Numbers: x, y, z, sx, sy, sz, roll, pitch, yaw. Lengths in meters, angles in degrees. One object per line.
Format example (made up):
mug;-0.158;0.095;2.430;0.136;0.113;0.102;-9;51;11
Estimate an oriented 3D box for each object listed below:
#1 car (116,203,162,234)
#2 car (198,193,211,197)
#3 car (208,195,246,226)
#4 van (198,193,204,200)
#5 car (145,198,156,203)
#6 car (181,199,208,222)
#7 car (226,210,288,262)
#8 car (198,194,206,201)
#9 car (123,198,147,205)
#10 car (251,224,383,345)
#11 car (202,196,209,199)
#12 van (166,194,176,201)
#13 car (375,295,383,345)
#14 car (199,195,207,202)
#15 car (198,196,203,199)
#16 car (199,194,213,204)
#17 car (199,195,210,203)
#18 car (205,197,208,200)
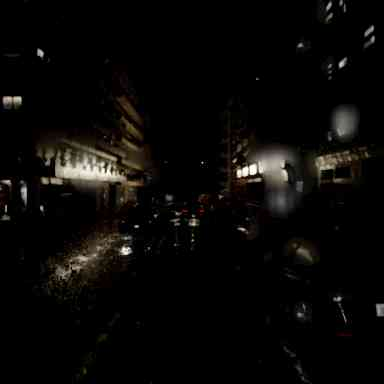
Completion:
car;-2.811;1.557;18.869;1.994;1.385;4.181;0;0;1
car;2.554;1.289;56.332;2.192;1.841;5.009;-1;0;0
car;2.553;1.306;23.038;2.192;1.841;5.009;-1;0;0
van;2.556;1.290;95.175;1.690;1.788;3.998;-1;0;0
car;-5.325;1.423;39.665;1.967;1.590;4.097;-1;0;0
car;0.102;1.515;25.927;1.812;1.442;4.674;0;0;0
car;2.556;1.546;11.940;2.008;1.369;4.403;-1;0;0
car;2.557;1.397;84.077;1.967;1.590;4.097;-1;0;0
car;-5.324;1.513;28.397;1.752;1.417;4.829;-1;0;0
car;2.556;1.564;6.391;1.947;1.339;4.313;-1;0;0
car;2.557;1.562;45.234;1.802;1.307;4.206;-1;0;0
van;-5.325;1.301;78.509;1.690;1.788;3.998;-1;0;0
car;2.556;1.582;0.842;1.802;1.307;4.206;-1;0;0
car;2.558;1.486;78.698;1.752;1.417;4.829;-1;0;0
car;0.101;1.582;43.129;1.895;1.301;4.718;0;0;0
car;2.555;1.286;61.881;2.192;1.841;5.009;-1;0;0
car;2.556;1.407;67.430;1.967;1.590;4.097;-1;0;0
car;2.556;1.511;34.306;1.752;1.417;4.829;-1;0;0
